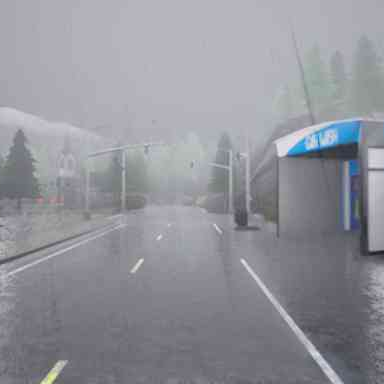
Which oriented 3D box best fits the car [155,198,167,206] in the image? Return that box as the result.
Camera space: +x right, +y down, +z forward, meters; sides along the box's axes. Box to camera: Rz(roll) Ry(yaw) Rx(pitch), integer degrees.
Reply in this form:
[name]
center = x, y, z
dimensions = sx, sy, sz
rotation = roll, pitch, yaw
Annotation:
[car]
center = -6.774, 2.165, 72.674
dimensions = 2.097, 1.767, 4.553
rotation = 0, -1, -15
